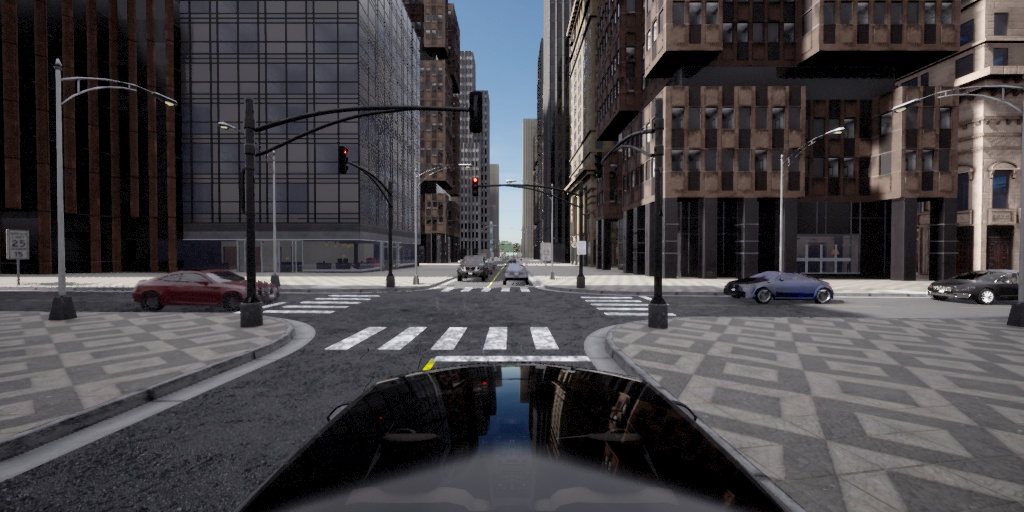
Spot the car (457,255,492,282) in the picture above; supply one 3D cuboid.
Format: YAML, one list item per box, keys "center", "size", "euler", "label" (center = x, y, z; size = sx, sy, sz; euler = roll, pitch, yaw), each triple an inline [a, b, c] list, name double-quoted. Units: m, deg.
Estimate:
- center: [-3.117, 0.955, 29.549]
  size: [2.150, 2.045, 5.566]
  euler: [0, 0, 0]
  label: "car"

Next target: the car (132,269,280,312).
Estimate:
- center: [-11.255, 1.214, 13.327]
  size: [4.674, 1.442, 1.812]
  euler: [0, 1, 0]
  label: "car"

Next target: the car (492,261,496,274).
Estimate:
- center: [-3.116, 1.287, 39.575]
  size: [1.994, 1.385, 4.181]
  euler: [0, 0, 0]
  label: "car"

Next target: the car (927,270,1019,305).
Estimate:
- center: [22.306, 1.404, 16.609]
  size: [4.892, 1.490, 1.837]
  euler: [0, 1, 0]
  label: "car"

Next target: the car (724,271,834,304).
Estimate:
- center: [12.225, 1.388, 16.585]
  size: [4.181, 1.385, 1.994]
  euler: [0, 1, 0]
  label: "car"

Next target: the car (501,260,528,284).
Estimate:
- center: [0.196, 1.283, 27.036]
  size: [2.033, 1.411, 5.357]
  euler: [0, 0, -2]
  label: "car"
